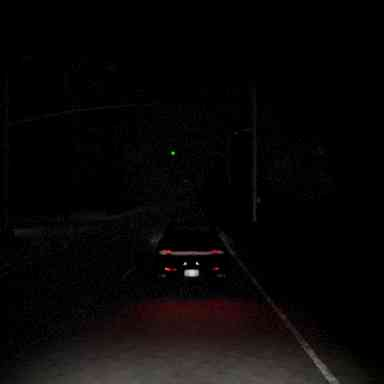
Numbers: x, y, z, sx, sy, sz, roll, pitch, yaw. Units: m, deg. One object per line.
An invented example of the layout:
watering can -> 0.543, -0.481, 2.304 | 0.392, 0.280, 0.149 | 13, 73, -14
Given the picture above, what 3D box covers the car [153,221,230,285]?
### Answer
car -> -0.027, 1.605, 9.822 | 2.128, 1.511, 4.902 | 0, -1, -1
